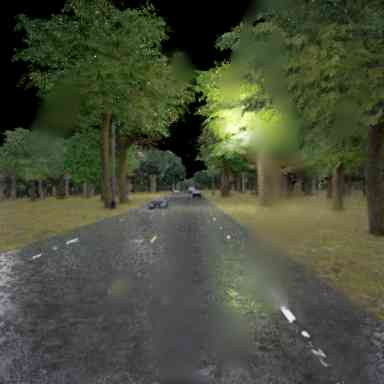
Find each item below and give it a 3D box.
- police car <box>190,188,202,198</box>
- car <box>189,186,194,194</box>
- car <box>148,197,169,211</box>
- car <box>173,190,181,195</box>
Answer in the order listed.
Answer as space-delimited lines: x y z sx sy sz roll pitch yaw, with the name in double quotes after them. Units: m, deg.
1.031 0.480 70.218 1.930 1.638 5.238 0 1 0 "police car"
1.026 0.040 86.076 2.097 1.767 4.553 0 1 0 "car"
-3.599 1.276 36.522 1.994 1.385 4.181 0 1 0 "car"
-3.521 0.138 78.377 1.882 1.535 5.008 0 1 0 "car"
